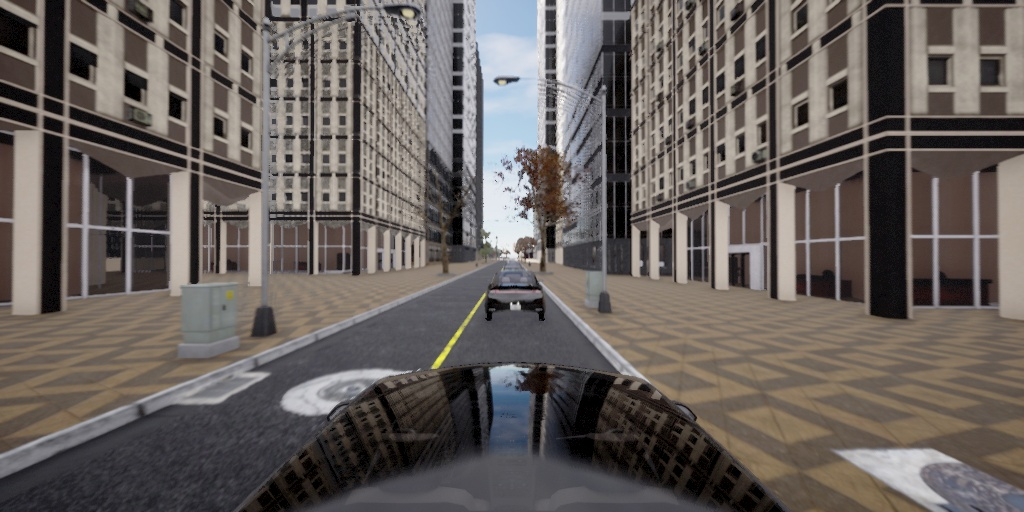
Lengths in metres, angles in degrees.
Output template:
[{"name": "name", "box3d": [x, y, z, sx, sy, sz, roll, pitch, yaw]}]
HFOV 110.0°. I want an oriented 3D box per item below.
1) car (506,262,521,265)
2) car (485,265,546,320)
[{"name": "car", "box3d": [0.096, 1.252, 34.042, 2.033, 1.411, 5.357, 0, 0, 0]}, {"name": "car", "box3d": [0.098, 1.226, 12.522, 2.128, 1.511, 4.902, 0, 0, 0]}]
